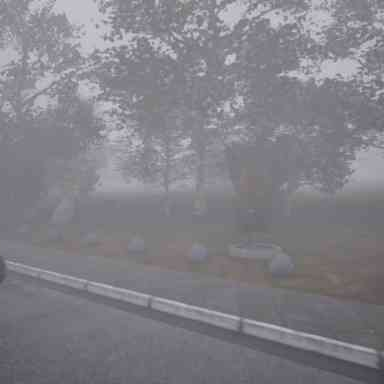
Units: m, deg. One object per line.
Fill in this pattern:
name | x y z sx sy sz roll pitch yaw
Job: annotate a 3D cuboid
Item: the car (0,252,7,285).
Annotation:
car | -6.403 1.596 8.202 4.181 1.385 1.994 0 0 36
